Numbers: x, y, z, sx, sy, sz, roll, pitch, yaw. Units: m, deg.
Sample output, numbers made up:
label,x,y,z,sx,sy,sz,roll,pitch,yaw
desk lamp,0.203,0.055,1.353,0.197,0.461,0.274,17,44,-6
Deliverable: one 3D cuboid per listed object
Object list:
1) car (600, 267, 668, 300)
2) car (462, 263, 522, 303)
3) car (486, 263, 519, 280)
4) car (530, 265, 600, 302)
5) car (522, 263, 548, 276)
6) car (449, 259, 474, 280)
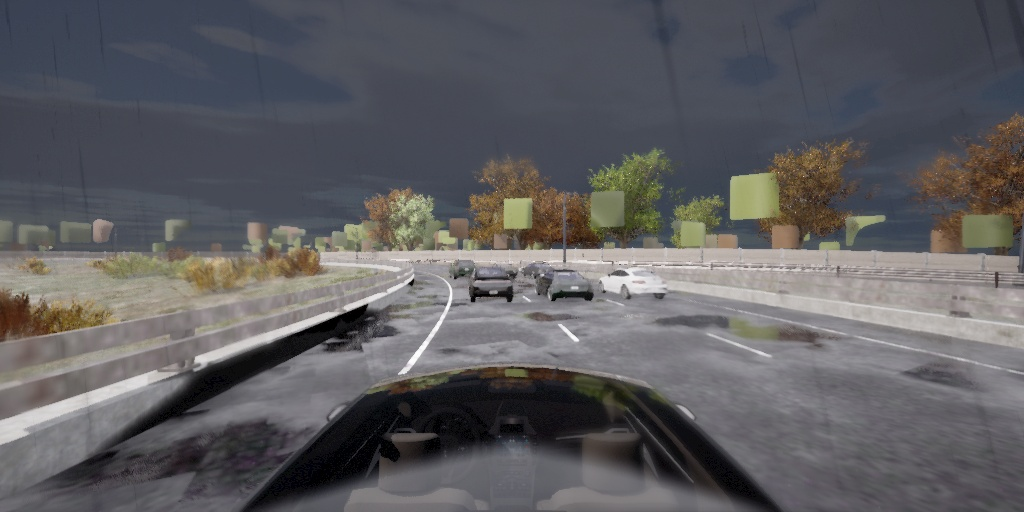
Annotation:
label,x,y,z,sx,sy,sz,roll,pitch,yaw
car,5.840,1.281,17.696,1.812,1.442,4.674,0,0,-8
car,-1.088,1.243,16.698,2.128,1.511,4.902,0,0,-8
car,-0.983,1.365,32.603,1.895,1.301,4.718,0,0,-16
car,2.376,1.321,17.197,1.994,1.385,4.181,0,0,-8
car,2.384,1.312,33.561,2.033,1.411,5.357,0,0,-16
car,-4.324,1.114,31.558,2.097,1.767,4.553,0,0,-16
